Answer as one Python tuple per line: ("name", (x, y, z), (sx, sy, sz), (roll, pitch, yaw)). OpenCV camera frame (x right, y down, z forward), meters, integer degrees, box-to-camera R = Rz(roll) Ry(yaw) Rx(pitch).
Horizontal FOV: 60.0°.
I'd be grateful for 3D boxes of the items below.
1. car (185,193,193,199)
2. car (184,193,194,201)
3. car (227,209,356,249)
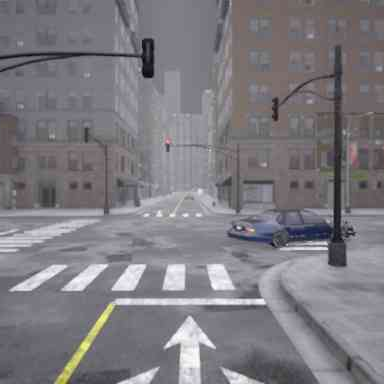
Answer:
("car", (-0.684, 0.817, 76.773), (1.895, 1.301, 4.718), (0, 0, -1))
("car", (-0.576, 1.069, 66.771), (1.895, 1.301, 4.718), (0, 0, -1))
("car", (4.124, 1.402, 13.663), (5.357, 1.411, 2.033), (0, 0, -23))
